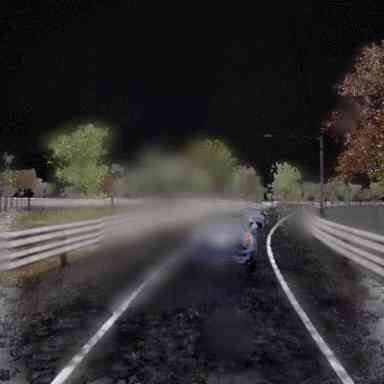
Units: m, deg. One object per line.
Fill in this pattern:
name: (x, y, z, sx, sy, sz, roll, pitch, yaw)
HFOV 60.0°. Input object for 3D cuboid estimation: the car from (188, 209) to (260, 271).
car: (1.246, 1.536, 11.878, 2.097, 1.767, 4.553, 0, -1, 11)

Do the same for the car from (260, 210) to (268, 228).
car: (4.854, 2.023, 26.350, 1.994, 1.385, 4.181, 0, -1, 18)
